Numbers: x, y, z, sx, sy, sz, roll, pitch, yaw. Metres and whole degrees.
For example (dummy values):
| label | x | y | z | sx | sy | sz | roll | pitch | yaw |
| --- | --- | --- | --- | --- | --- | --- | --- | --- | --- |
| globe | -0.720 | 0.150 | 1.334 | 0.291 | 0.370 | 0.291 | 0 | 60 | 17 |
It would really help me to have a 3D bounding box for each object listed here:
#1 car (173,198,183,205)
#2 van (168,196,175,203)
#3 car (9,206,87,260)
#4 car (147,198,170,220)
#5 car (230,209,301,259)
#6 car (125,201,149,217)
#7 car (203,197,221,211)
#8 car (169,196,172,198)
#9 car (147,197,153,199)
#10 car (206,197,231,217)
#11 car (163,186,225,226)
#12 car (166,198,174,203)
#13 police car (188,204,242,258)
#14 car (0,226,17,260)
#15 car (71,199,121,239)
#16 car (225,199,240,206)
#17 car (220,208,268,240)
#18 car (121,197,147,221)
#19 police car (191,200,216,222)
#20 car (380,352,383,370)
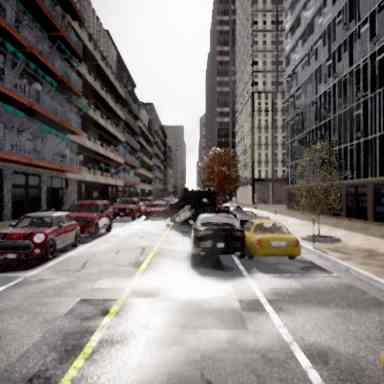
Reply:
| label | x | y | z | sx | sy | sz | roll | pitch | yaw |
| --- | --- | --- | --- | --- | --- | --- | --- | --- | --- |
| car | -2.978 | 2.049 | 71.380 | 1.895 | 1.301 | 4.718 | 0 | 0 | 0 |
| van | -5.660 | 1.976 | 91.771 | 1.690 | 1.788 | 3.998 | 0 | -1 | 0 |
| car | -5.681 | 1.502 | 12.485 | 1.967 | 1.590 | 4.097 | 0 | 0 | 0 |
| car | -3.089 | 1.638 | 30.156 | 1.882 | 1.535 | 5.008 | 0 | 0 | 0 |
| car | 2.699 | 1.589 | 12.652 | 1.752 | 1.417 | 4.829 | 0 | 0 | 0 |
| car | -5.675 | 1.715 | 34.968 | 1.752 | 1.417 | 4.829 | 0 | 0 | 0 |
| car | 2.709 | 1.581 | 46.462 | 2.192 | 1.841 | 5.009 | 0 | 0 | 0 |
| car | -5.666 | 2.007 | 69.115 | 1.947 | 1.339 | 4.313 | 0 | 0 | 0 |
| car | -5.672 | 1.543 | 40.803 | 2.192 | 1.841 | 5.009 | 0 | 0 | 0 |
| car | 2.706 | 1.506 | 35.137 | 2.192 | 1.841 | 5.009 | 0 | 0 | 0 |
| car | -0.046 | 1.320 | 23.099 | 2.150 | 2.045 | 5.566 | 4 | -21 | -19 |
| car | -5.661 | 2.149 | 86.104 | 1.947 | 1.339 | 4.313 | 0 | 0 | 0 |
| police car | 0.904 | 1.491 | 13.121 | 1.930 | 1.638 | 5.238 | 0 | 0 | 0 |
| car | -5.683 | 1.615 | 6.821 | 1.802 | 1.307 | 4.206 | 0 | 0 | 0 |
| car | -5.678 | 1.408 | 18.149 | 2.192 | 1.841 | 5.009 | 0 | 0 | 0 |
| car | 2.702 | 1.565 | 23.809 | 1.967 | 1.590 | 4.097 | 0 | 0 | 0 |
| car | 2.700 | 1.660 | 18.145 | 1.947 | 1.339 | 4.313 | 0 | 0 | 0 |
| car | -5.675 | 1.472 | 29.475 | 2.192 | 1.841 | 5.009 | 0 | 0 | 0 |
| police car | 0.909 | 1.580 | 29.121 | 1.930 | 1.638 | 5.238 | 0 | 0 | 0 |
| car | 2.696 | 1.532 | 1.326 | 1.752 | 1.417 | 4.829 | 0 | 0 | 0 |
